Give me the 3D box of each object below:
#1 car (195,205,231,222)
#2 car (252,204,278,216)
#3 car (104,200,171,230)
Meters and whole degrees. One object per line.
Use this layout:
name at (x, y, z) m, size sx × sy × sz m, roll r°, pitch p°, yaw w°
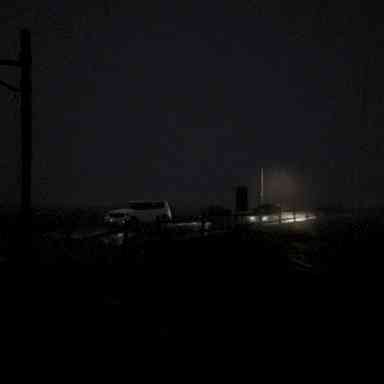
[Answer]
car at (2.191, 2.104, 33.492) m, size 2.128 × 1.511 × 4.902 m, roll 0°, pitch -1°, yaw 36°
car at (9.713, 2.335, 43.967) m, size 1.882 × 1.535 × 5.008 m, roll 0°, pitch -1°, yaw 36°
car at (-3.905, 1.640, 24.983) m, size 2.150 × 2.045 × 5.566 m, roll 0°, pitch -1°, yaw 36°
